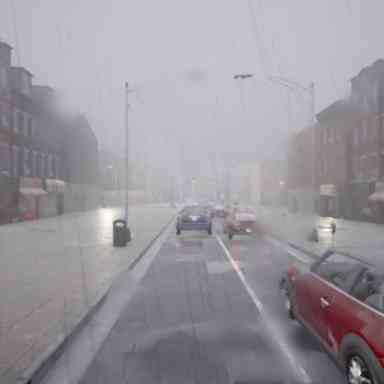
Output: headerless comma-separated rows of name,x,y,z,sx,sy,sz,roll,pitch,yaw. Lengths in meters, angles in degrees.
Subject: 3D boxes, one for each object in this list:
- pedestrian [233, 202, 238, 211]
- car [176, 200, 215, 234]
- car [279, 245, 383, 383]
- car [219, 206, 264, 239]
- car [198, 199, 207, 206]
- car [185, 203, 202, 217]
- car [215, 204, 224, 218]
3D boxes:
pedestrian,2.772,1.543,21.362,0.375,1.860,0.375,-1,0,0
car,0.123,1.598,21.131,2.097,1.767,4.553,0,-1,0
car,2.633,1.493,4.876,1.967,1.590,4.097,-1,-1,0
car,2.769,1.740,18.531,1.812,1.442,4.674,0,-1,0
car,2.710,2.690,87.415,2.192,1.841,5.009,-1,-1,0
car,0.157,2.005,38.169,1.812,1.442,4.674,0,-1,0
car,2.662,1.949,33.002,1.887,1.381,4.507,-1,-1,0
